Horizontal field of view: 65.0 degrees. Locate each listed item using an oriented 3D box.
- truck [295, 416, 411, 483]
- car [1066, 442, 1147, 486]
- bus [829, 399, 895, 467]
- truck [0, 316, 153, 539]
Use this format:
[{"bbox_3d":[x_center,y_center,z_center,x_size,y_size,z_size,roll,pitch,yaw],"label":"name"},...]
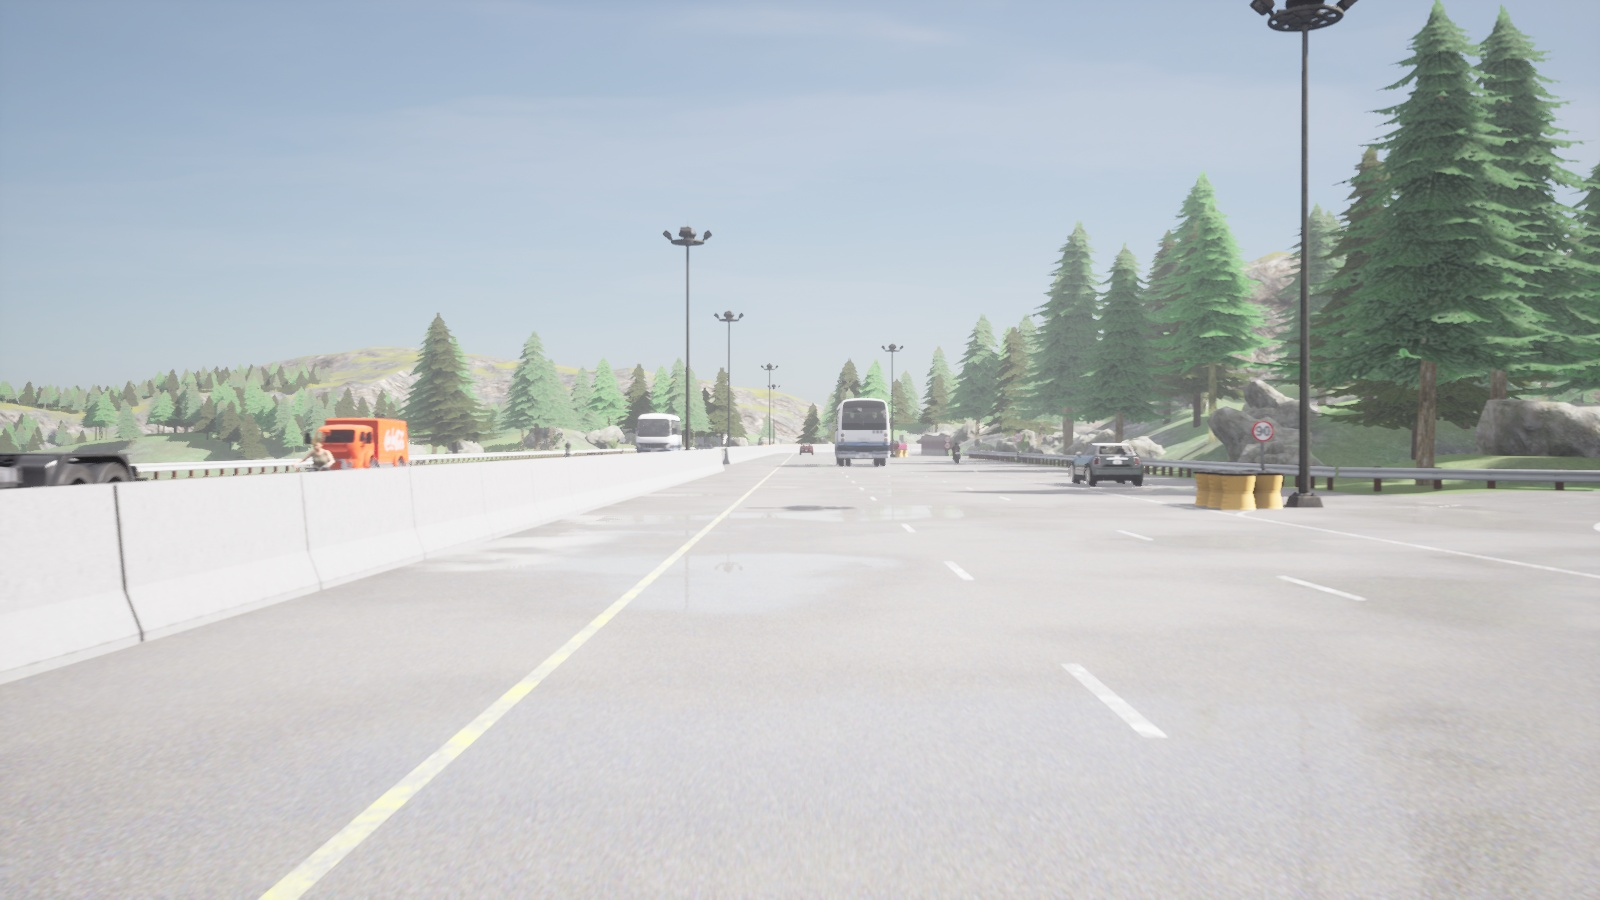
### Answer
[{"bbox_3d":[-17.204,-0.025,48.679,2.627,2.467,5.204,0,0,0],"label":"truck"},{"bbox_3d":[10.756,0.470,44.371,1.970,1.475,3.806,0,0,1],"label":"car"},{"bbox_3d":[3.997,-1.097,83.354,3.944,4.253,10.273,0,0,0],"label":"bus"},{"bbox_3d":[-13.867,-0.360,20.101,2.891,3.462,7.936,0,0,0],"label":"truck"}]
